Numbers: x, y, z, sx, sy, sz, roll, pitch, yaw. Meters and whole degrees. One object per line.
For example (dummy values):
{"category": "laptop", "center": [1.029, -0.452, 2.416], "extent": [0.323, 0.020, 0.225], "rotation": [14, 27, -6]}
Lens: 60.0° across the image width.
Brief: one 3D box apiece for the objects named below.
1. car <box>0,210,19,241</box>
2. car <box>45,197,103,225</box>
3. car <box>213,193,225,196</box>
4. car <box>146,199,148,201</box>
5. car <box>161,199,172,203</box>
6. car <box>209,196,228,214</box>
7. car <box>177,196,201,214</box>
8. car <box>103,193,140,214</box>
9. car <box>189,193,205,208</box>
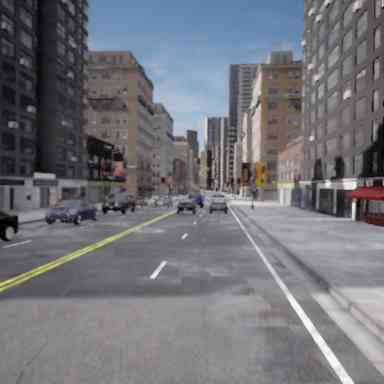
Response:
{"category": "car", "center": [-8.910, 1.337, 13.042], "extent": [1.882, 1.535, 5.008], "rotation": [1, 0, 5]}
{"category": "car", "center": [-8.109, 1.213, 22.822], "extent": [2.097, 1.767, 4.553], "rotation": [1, 0, 5]}
{"category": "car", "center": [3.848, 1.216, 48.031], "extent": [2.150, 2.045, 5.566], "rotation": [1, 1, 5]}
{"category": "car", "center": [-6.607, 1.129, 40.303], "extent": [1.994, 1.385, 4.181], "rotation": [1, 0, 5]}
{"category": "car", "center": [-3.368, 1.148, 40.042], "extent": [2.128, 1.511, 4.902], "rotation": [1, 0, 5]}
{"category": "car", "center": [2.851, 1.494, 35.537], "extent": [2.128, 1.511, 4.902], "rotation": [1, 0, 5]}
{"category": "car", "center": [-0.444, 1.460, 35.149], "extent": [1.837, 1.490, 4.892], "rotation": [1, 0, 5]}
{"category": "car", "center": [-7.208, 1.083, 33.481], "extent": [2.150, 2.045, 5.566], "rotation": [1, 0, 5]}
{"category": "car", "center": [0.577, 1.165, 47.881], "extent": [2.150, 2.045, 5.566], "rotation": [1, 0, 5]}
